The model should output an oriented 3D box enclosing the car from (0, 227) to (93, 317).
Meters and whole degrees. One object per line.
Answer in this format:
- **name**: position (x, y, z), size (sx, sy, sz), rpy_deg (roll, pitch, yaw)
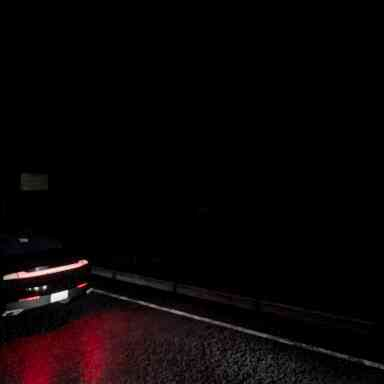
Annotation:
- **car**: position (-4.105, 1.492, 6.899), size (4.902, 1.511, 2.128), rpy_deg (0, 0, 37)
